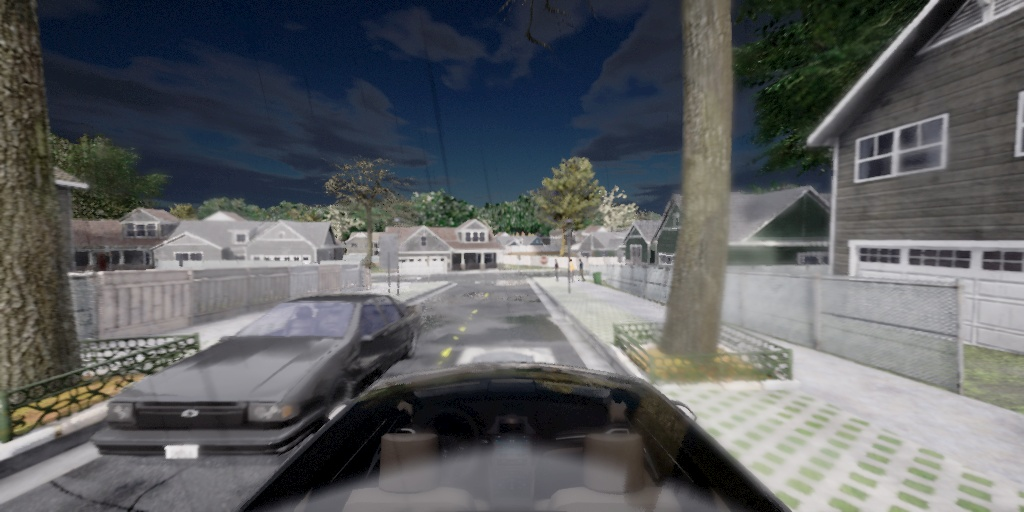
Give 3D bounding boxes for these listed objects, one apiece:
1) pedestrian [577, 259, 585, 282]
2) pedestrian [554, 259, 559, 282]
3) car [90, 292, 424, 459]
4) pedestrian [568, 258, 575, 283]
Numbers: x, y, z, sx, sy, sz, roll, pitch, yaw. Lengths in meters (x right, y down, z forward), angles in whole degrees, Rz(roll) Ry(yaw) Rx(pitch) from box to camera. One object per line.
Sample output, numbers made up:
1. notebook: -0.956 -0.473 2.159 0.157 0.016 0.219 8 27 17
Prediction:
1. pedestrian: 5.379 1.081 27.696 0.375 1.860 0.375 -3 3 0
2. pedestrian: 3.496 1.085 28.295 0.375 1.860 0.375 -3 3 0
3. car: -2.852 1.326 5.762 2.033 1.411 5.357 0 0 0
4. pedestrian: 4.497 1.077 27.096 0.375 1.860 0.375 -3 3 0
